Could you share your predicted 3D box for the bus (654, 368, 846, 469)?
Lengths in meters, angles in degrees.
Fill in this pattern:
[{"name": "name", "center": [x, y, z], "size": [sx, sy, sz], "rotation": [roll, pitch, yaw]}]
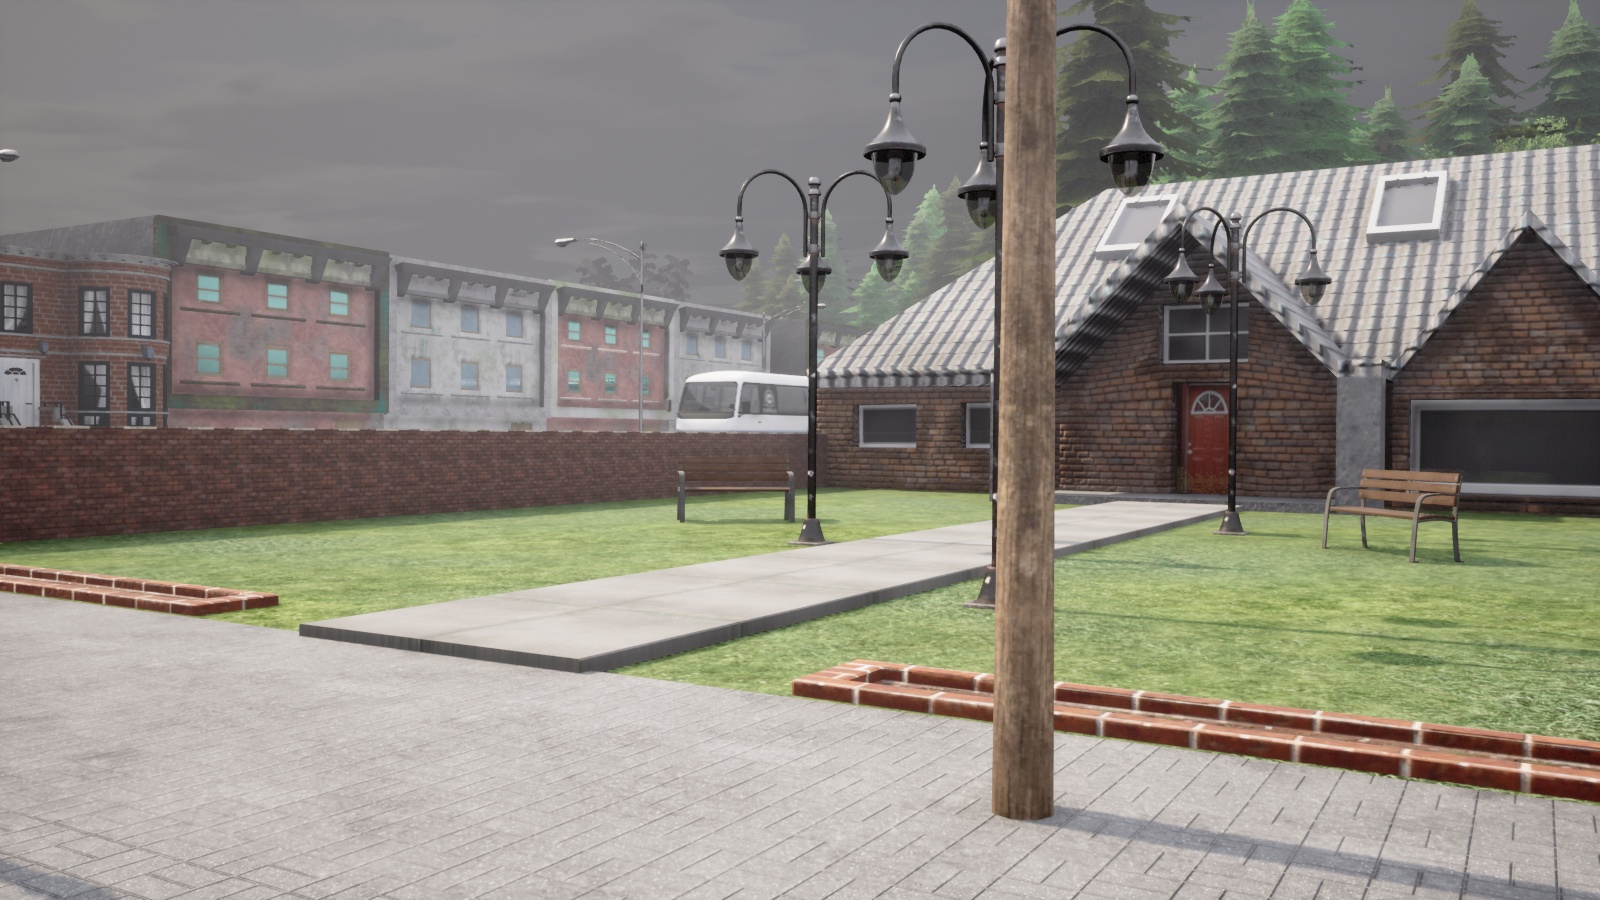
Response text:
[{"name": "bus", "center": [-2.050, -1.423, 58.368], "size": [3.944, 4.253, 10.273], "rotation": [0, 1, 31]}]
